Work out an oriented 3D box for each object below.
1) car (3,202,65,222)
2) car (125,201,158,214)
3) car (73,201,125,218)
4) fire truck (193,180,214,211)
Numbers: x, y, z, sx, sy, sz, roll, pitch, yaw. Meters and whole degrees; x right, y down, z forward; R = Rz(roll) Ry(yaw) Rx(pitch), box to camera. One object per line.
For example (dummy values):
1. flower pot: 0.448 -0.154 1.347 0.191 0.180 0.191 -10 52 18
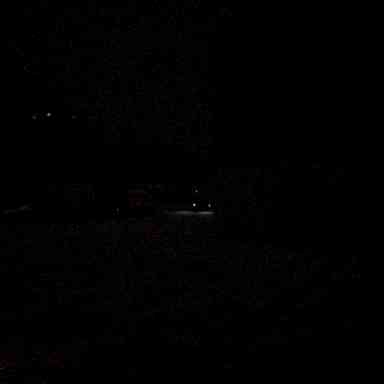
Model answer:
1. car: -11.805 1.482 25.132 2.008 1.369 4.403 0 0 35
2. car: -5.270 1.562 34.411 1.802 1.307 4.206 0 0 35
3. car: -8.537 1.520 29.772 1.947 1.339 4.313 0 0 35
4. fire truck: 3.548 0.391 42.346 2.891 3.827 8.468 1 0 35
